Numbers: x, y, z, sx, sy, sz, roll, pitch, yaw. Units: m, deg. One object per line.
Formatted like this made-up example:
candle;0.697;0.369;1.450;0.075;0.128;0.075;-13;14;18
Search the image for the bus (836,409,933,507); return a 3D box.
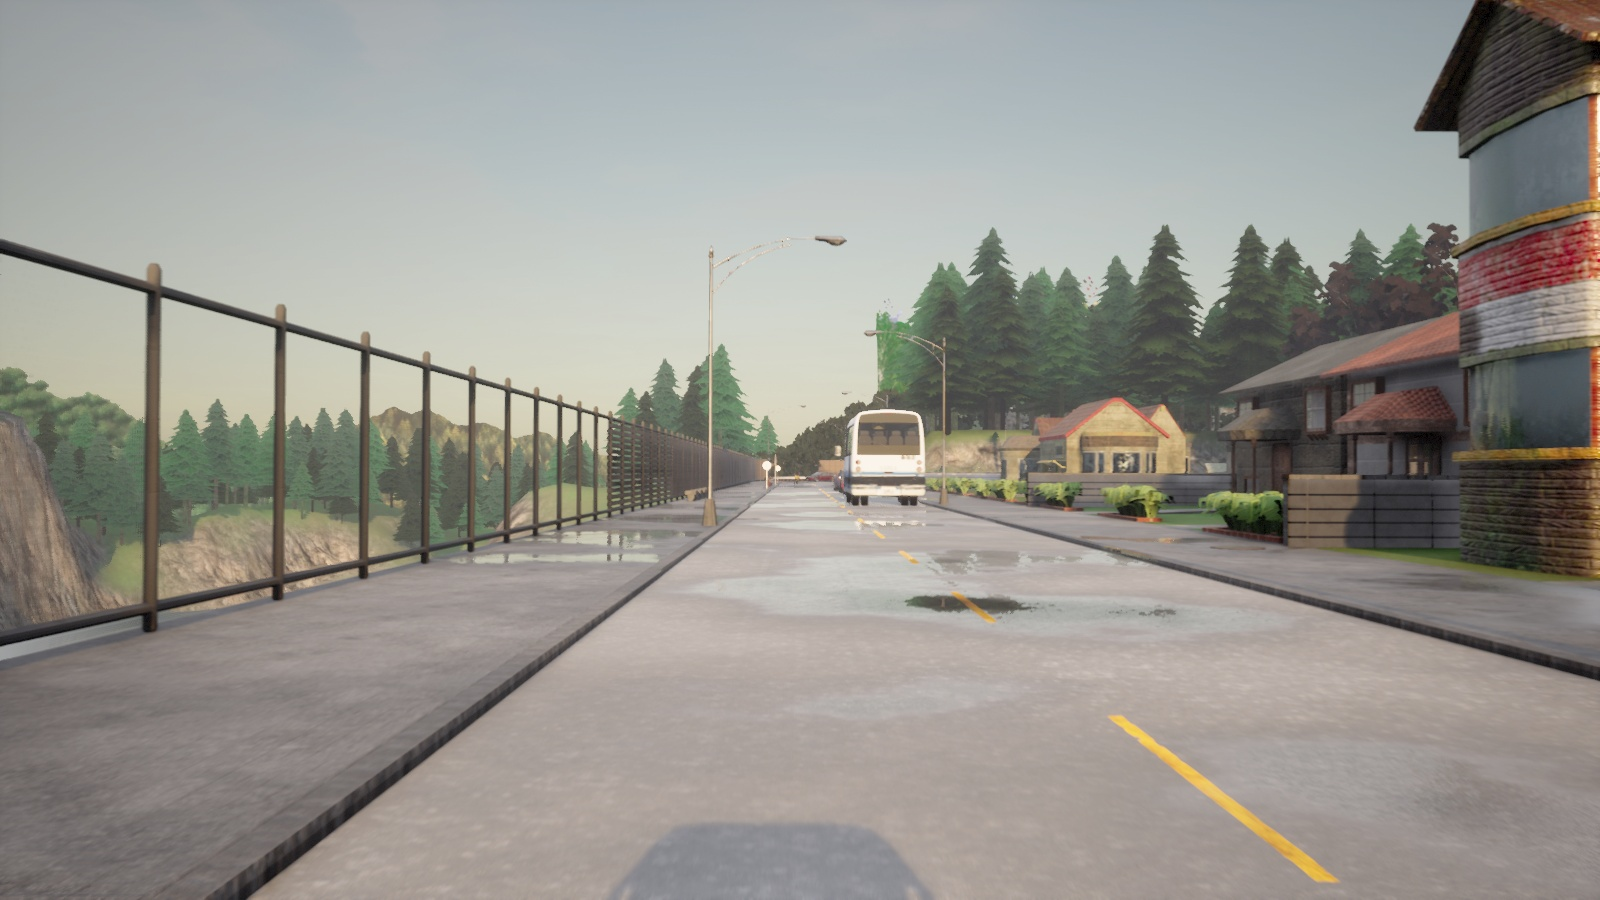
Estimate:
bus;3.848;0.431;60.254;3.944;4.253;10.273;0;-1;0
